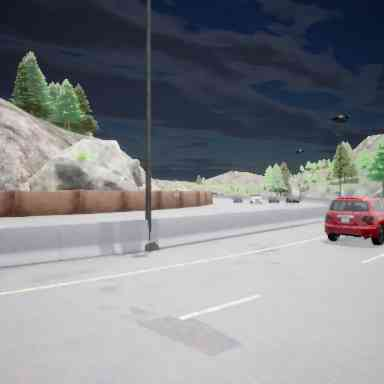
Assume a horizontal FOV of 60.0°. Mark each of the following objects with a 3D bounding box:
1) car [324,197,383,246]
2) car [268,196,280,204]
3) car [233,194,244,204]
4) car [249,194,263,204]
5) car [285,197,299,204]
[{"bbox_3d":[8.215,1.258,15.731,2.150,2.045,5.566,0,0,44],"label":"car"},{"bbox_3d":[16.129,1.560,65.612,1.837,1.490,4.892,0,0,5],"label":"car"},{"bbox_3d":[9.150,1.560,66.162,1.837,1.490,4.892,0,0,5],"label":"car"},{"bbox_3d":[12.637,1.327,65.857,2.150,2.045,5.566,0,0,5],"label":"car"},{"bbox_3d":[19.618,1.602,65.336,2.033,1.411,5.357,0,0,5],"label":"car"}]
